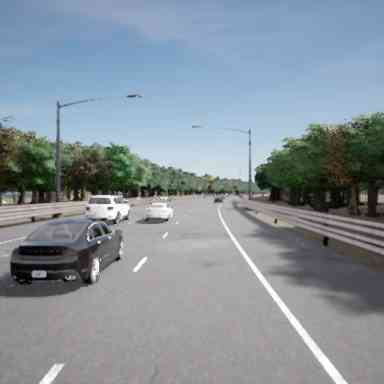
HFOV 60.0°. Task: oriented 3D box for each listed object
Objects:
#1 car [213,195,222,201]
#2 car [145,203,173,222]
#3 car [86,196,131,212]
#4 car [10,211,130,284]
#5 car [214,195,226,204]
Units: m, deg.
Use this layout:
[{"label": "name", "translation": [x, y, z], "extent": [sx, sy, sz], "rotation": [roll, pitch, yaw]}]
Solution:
[{"label": "car", "translation": [7.013, 1.644, 90.320], "extent": [1.994, 1.385, 4.181], "rotation": [0, 0, 9]}, {"label": "car", "translation": [-2.644, 1.610, 27.323], "extent": [1.812, 1.442, 4.674], "rotation": [0, 0, 3]}, {"label": "car", "translation": [-6.254, 1.295, 25.222], "extent": [2.150, 2.045, 5.566], "rotation": [0, 0, 3]}, {"label": "car", "translation": [-3.265, 1.533, 9.623], "extent": [1.837, 1.490, 4.892], "rotation": [0, 0, 1]}, {"label": "car", "translation": [5.720, 1.682, 71.363], "extent": [1.837, 1.490, 4.892], "rotation": [0, 0, 7]}]
